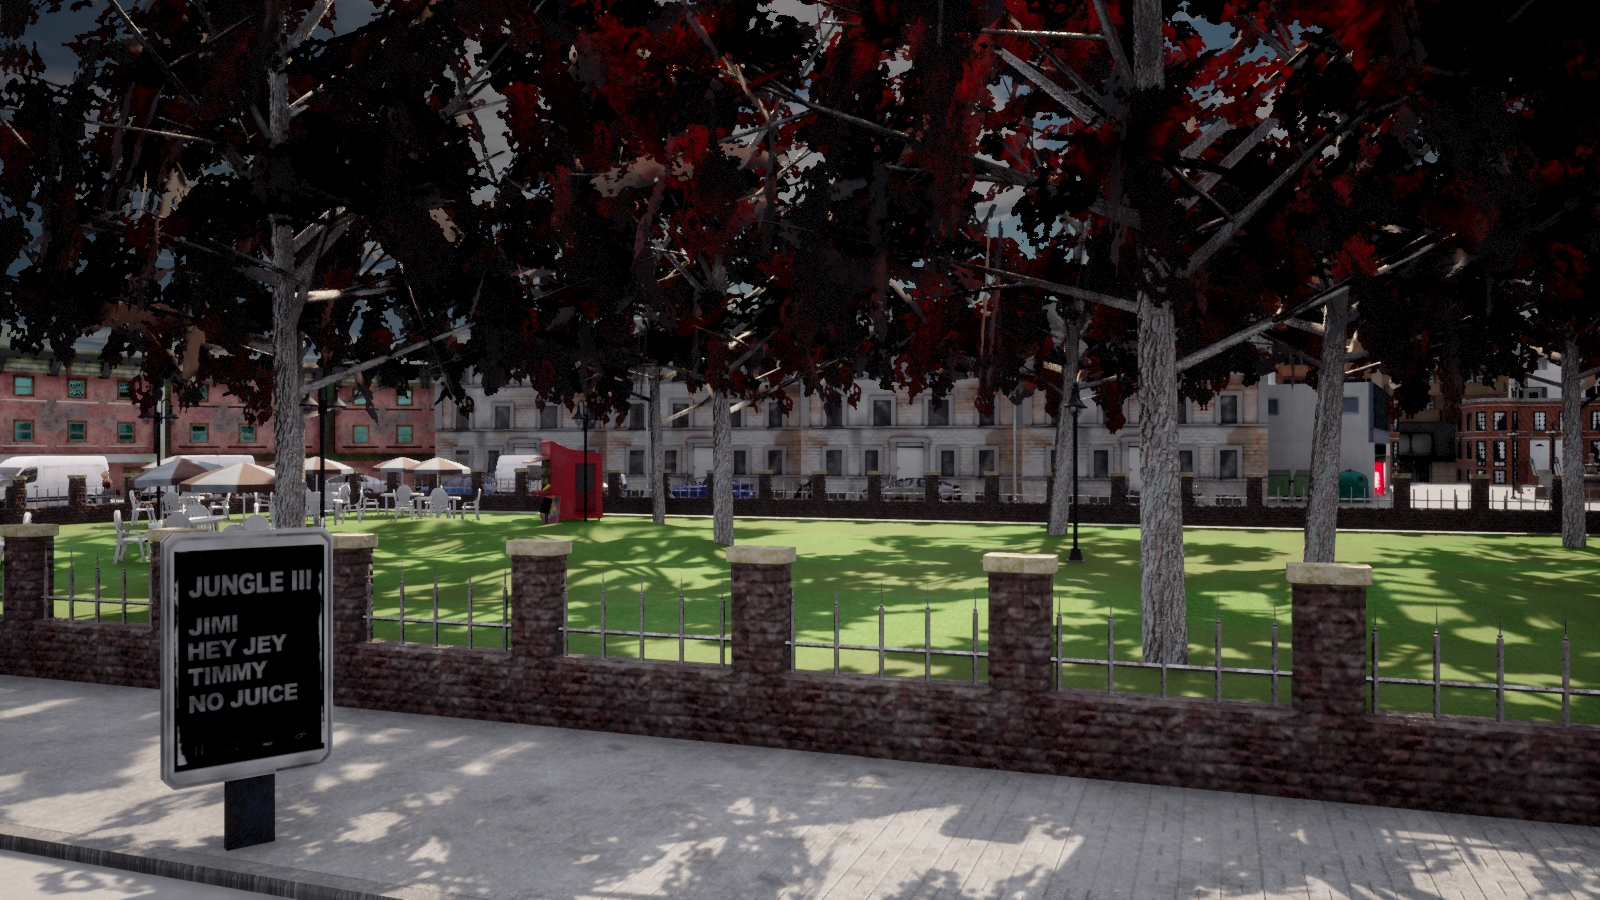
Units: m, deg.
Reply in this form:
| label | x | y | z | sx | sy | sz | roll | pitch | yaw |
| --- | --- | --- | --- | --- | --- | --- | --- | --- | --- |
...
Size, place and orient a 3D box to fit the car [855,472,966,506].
| label | x | y | z | sx | sy | sz | roll | pitch | yaw |
| --- | --- | --- | --- | --- | --- | --- | --- | --- | --- |
| car | 5.260 | 1.833 | 54.337 | 4.902 | 1.511 | 2.128 | 0 | 0 | 20 |

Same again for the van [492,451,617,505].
| label | x | y | z | sx | sy | sz | roll | pitch | yaw |
| --- | --- | --- | --- | --- | --- | --- | --- | --- | --- |
| van | -12.151 | 1.327 | 56.593 | 5.915 | 2.561 | 1.988 | 0 | 0 | 21 |

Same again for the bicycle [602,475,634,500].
| label | x | y | z | sx | sy | sz | roll | pitch | yaw |
| --- | --- | --- | --- | --- | --- | --- | --- | --- | --- |
| bicycle | -9.502 | 1.948 | 59.688 | 1.643 | 1.296 | 0.373 | 0 | 0 | 20 |

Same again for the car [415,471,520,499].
| label | x | y | z | sx | sy | sz | roll | pitch | yaw |
| --- | --- | --- | --- | --- | --- | --- | --- | --- | --- |
| car | -18.262 | 1.902 | 62.828 | 5.357 | 1.411 | 2.033 | 0 | 0 | 19 |

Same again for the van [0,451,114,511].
| label | x | y | z | sx | sy | sz | roll | pitch | yaw |
| --- | --- | --- | --- | --- | --- | --- | --- | --- | --- |
| van | -34.456 | 1.334 | 51.696 | 1.988 | 2.561 | 5.915 | 0 | 0 | 21 |

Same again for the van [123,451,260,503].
| label | x | y | z | sx | sy | sz | roll | pitch | yaw |
| --- | --- | --- | --- | --- | --- | --- | --- | --- | --- |
| van | -31.314 | 1.336 | 58.944 | 1.988 | 2.561 | 5.915 | 0 | 0 | 41 |

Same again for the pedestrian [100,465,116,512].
| label | x | y | z | sx | sy | sz | roll | pitch | yaw |
| --- | --- | --- | --- | --- | --- | --- | --- | --- | --- |
| pedestrian | -27.698 | 1.542 | 45.737 | 0.375 | 1.860 | 0.375 | 0 | 0 | 12 |
